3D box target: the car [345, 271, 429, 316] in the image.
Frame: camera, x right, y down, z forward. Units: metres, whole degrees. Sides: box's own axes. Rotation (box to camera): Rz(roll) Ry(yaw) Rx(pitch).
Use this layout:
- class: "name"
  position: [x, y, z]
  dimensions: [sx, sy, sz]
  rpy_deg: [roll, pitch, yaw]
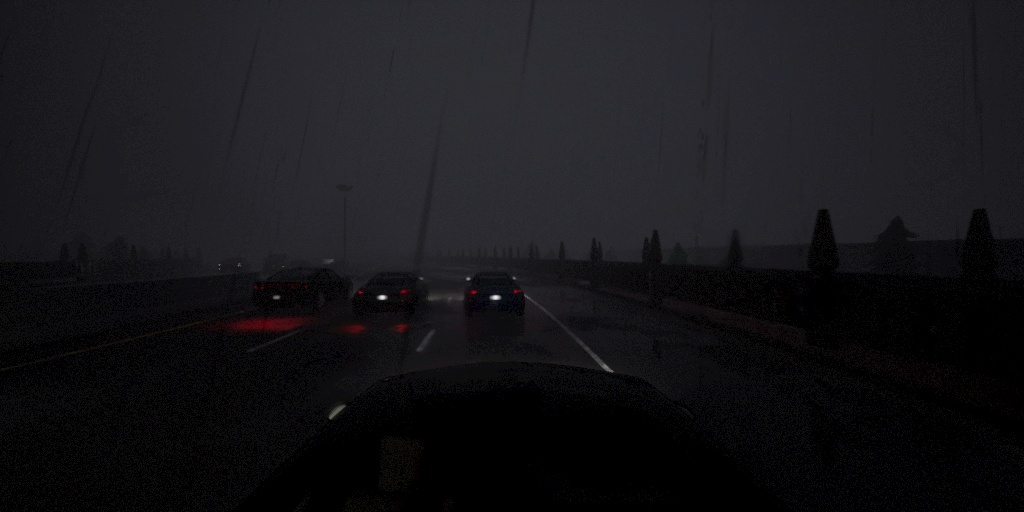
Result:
- class: "car"
  position: [-4.238, 1.244, 13.091]
  dimensions: [1.994, 1.385, 4.181]
  rpy_deg: [0, 0, -6]

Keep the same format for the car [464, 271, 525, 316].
- class: "car"
  position: [-0.725, 1.241, 13.049]
  dimensions: [1.994, 1.385, 4.181]
  rpy_deg: [0, 0, -6]

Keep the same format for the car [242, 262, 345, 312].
- class: "car"
  position: [-7.841, 1.156, 13.957]
  dimensions: [1.882, 1.535, 5.008]
  rpy_deg: [0, 0, -7]

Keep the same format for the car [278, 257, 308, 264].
- class: "car"
  position: [-20.077, 1.110, 33.979]
  dimensions: [2.033, 1.411, 5.357]
  rpy_deg: [0, 0, -20]

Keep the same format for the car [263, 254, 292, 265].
- class: "car"
  position: [-27.086, 0.743, 41.382]
  dimensions: [2.150, 2.045, 5.566]
  rpy_deg: [0, 0, -26]

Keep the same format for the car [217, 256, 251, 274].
- class: "car"
  position: [-29.441, 0.897, 38.109]
  dimensions: [2.097, 1.767, 4.553]
  rpy_deg: [0, 1, -25]
